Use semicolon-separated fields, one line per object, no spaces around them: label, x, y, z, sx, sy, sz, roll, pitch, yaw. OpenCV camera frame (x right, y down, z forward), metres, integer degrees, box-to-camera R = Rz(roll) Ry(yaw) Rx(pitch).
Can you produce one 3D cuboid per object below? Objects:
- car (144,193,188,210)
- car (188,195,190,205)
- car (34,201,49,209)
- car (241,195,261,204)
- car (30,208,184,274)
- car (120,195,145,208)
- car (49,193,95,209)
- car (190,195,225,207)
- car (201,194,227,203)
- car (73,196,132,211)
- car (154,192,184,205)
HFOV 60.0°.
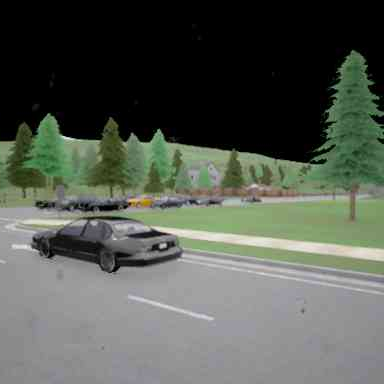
car;-2.954;1.223;38.759;1.812;1.442;4.674;1;1;36
car;-0.430;1.160;48.148;1.837;1.490;4.892;1;1;36
car;-14.150;1.210;35.346;1.895;1.301;4.718;1;1;36
car;10.023;1.194;56.438;2.128;1.511;4.902;1;0;37
car;-2.810;1.447;10.289;5.357;1.411;2.033;1;0;36
car;-5.977;1.131;40.581;1.882;1.535;5.008;1;1;36
car;-11.348;1.004;33.245;2.097;1.767;4.553;1;1;36
car;2.367;1.188;46.045;2.128;1.511;4.902;1;1;36
car;4.044;1.163;60.087;2.033;1.411;5.357;1;0;36
car;-8.355;1.296;31.408;1.895;1.301;4.718;1;1;36
car;-3.391;0.965;50.019;2.097;1.767;4.553;1;1;36
